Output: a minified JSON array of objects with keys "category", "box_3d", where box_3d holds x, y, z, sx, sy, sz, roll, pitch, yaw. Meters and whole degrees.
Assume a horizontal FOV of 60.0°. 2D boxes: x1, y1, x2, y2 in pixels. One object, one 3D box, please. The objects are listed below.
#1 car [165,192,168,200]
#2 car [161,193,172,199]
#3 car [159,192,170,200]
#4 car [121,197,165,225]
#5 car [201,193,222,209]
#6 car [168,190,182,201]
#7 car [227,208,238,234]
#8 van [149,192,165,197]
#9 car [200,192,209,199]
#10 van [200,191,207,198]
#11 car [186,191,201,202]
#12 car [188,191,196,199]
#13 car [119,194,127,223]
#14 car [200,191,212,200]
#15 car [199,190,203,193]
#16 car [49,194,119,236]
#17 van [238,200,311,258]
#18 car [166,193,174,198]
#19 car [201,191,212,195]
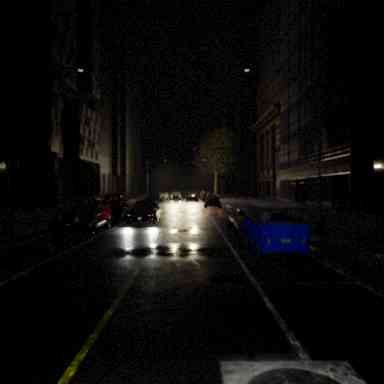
[{"category":"car","box_3d":[-5.647,1.019,57.070,1.947,1.339,4.313,0,1,0]},{"category":"car","box_3d":[-5.642,0.863,73.986,1.887,1.381,4.507,0,0,0]},{"category":"car","box_3d":[-5.644,0.802,68.346,1.967,1.590,4.097,0,0,0]},{"category":"car","box_3d":[-3.091,1.299,22.034,1.837,1.490,4.892,0,1,0]},{"category":"car","box_3d":[2.365,1.148,38.716,1.812,1.442,4.674,0,1,0]},{"category":"car","box_3d":[-3.003,0.753,63.645,2.097,1.767,4.553,0,0,1]},{"category":"car","box_3d":[2.866,1.361,17.746,1.752,1.417,4.829,0,1,0]},{"category":"van","box_3d":[-5.648,0.844,51.429,1.690,1.788,3.998,0,1,0]},{"category":"car","box_3d":[2.886,0.714,79.609,1.967,1.590,4.097,0,0,0]},{"category":"van","box_3d":[2.888,0.570,85.247,1.690,1.788,3.998,0,0,0]},{"category":"car","box_3d":[0.020,1.016,57.154,1.994,1.385,4.181,0,0,0]},{"category":"car","box_3d":[0.026,0.662,75.484,1.882,1.535,5.008,0,0,0]},{"category":"car","box_3d":[-5.658,1.097,23.238,2.192,1.841,5.009,0,1,0]},{"category":"car","box_3d":[2.882,0.677,68.329,2.192,1.841,5.009,0,0,0]},{"category":"car","box_3d":[2.880,0.722,62.690,2.192,1.841,5.009,0,0,0]},{"category":"car","box_3d":[-5.660,1.153,17.598,2.192,1.841,5.009,0,1,0]},{"category":"van","box_3d":[2.864,1.233,11.933,1.690,1.788,3.998,0,1,0]},{"category":"car","box_3d":[-5.638,0.812,85.264,1.802,1.307,4.206,0,0,0]},{"category":"car","box_3d":[2.877,0.943,51.412,1.967,1.590,4.097,0,1,0]}]
